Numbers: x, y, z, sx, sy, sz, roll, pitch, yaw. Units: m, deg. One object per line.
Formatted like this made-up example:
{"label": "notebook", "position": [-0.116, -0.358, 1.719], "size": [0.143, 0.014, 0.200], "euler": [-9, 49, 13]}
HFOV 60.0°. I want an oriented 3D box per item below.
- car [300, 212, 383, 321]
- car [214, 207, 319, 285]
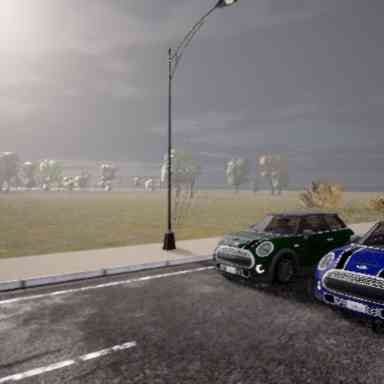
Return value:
{"label": "car", "position": [4.630, 1.367, 6.983], "size": [4.553, 1.767, 2.097], "euler": [0, 0, -35]}
{"label": "car", "position": [2.807, 1.367, 9.675], "size": [4.553, 1.767, 2.097], "euler": [0, 0, -35]}
